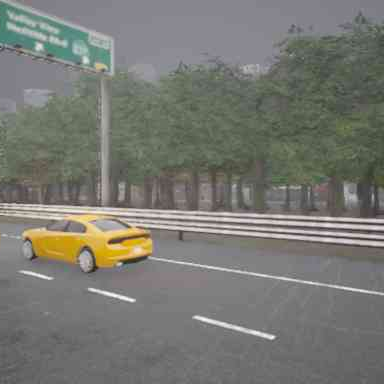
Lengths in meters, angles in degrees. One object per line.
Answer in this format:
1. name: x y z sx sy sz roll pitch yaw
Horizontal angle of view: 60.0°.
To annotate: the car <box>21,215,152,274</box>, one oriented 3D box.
1. car: -3.529 1.479 10.687 5.008 1.535 1.882 0 0 35
